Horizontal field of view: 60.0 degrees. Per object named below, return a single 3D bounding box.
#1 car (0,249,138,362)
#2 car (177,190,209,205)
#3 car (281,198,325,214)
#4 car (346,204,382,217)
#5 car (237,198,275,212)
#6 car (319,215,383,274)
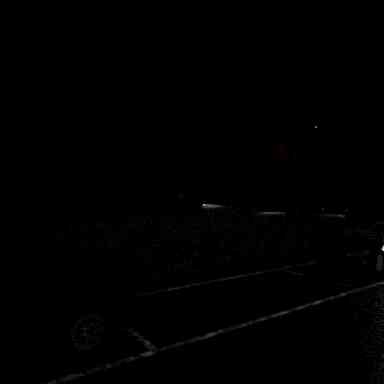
[{"bbox_3d":[-2.957,1.545,4.540,4.507,1.381,1.887,1,0,-35],"label":"car"},{"bbox_3d":[-0.478,0.817,46.878,2.150,2.045,5.566,1,1,-35],"label":"car"},{"bbox_3d":[11.681,1.415,35.219,2.128,1.511,4.902,1,1,-35],"label":"car"},{"bbox_3d":[14.260,1.610,25.899,1.994,1.385,4.181,1,1,-35],"label":"car"},{"bbox_3d":[6.900,1.345,36.363,1.812,1.442,4.674,1,0,-35],"label":"car"},{"bbox_3d":[5.926,1.659,10.836,4.403,1.369,2.008,1,0,-35],"label":"car"}]
